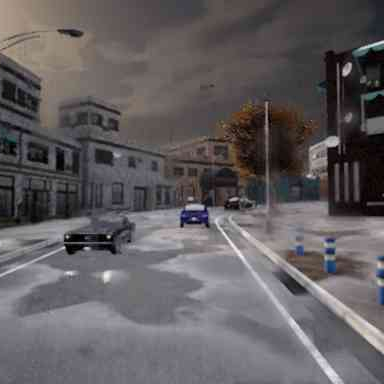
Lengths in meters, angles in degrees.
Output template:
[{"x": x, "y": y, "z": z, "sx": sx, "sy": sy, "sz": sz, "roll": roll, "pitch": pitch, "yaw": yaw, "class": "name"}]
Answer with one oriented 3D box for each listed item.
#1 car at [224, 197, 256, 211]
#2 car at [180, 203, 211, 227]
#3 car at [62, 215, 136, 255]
[{"x": 5.657, "y": 1.321, "z": 39.012, "sx": 1.882, "sy": 1.535, "sz": 5.008, "roll": -2, "pitch": 0, "yaw": 39, "class": "car"}, {"x": 0.250, "y": 1.508, "z": 23.019, "sx": 1.882, "sy": 1.535, "sz": 5.008, "roll": 0, "pitch": 0, "yaw": 3, "class": "car"}, {"x": -3.586, "y": 1.641, "z": 13.648, "sx": 1.895, "sy": 1.301, "sz": 4.718, "roll": 0, "pitch": 0, "yaw": 0, "class": "car"}]
